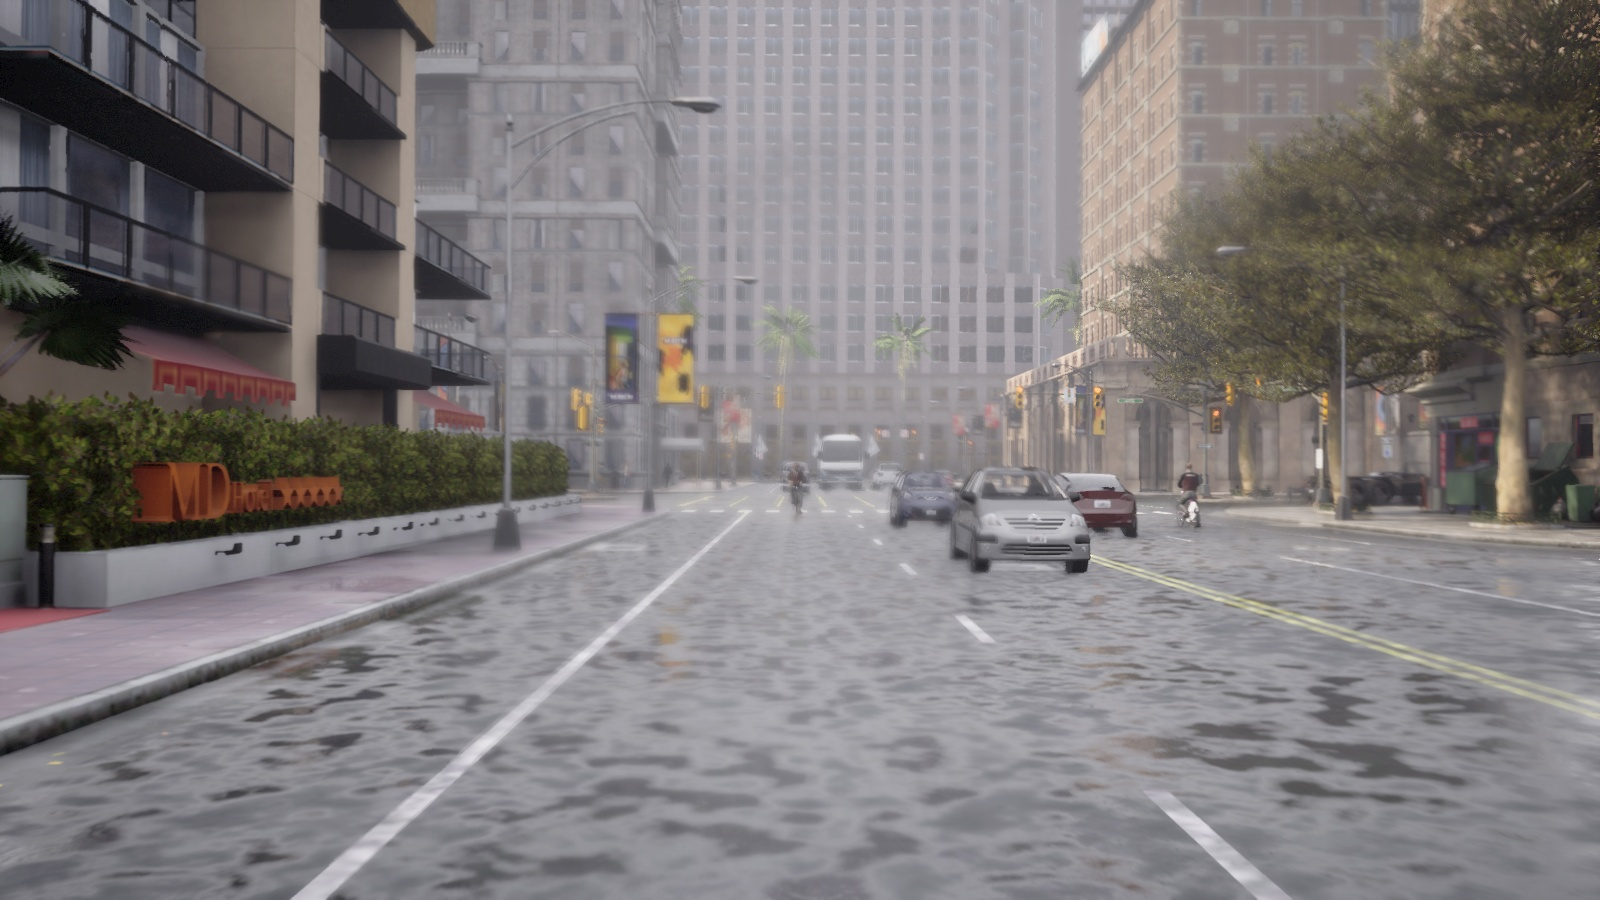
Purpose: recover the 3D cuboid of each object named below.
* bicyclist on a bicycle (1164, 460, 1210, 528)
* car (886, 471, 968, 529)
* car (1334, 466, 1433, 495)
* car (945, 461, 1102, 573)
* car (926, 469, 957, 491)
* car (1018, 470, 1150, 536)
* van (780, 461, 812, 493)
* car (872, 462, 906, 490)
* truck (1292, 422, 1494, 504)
[{"bbox_3d":[10.417,1.153,33.854,0.659,1.776,1.843,0,-1,0],"label":"bicyclist on a bicycle"},{"bbox_3d":[3.417,1.334,34.416,1.845,1.501,3.633,0,-1,0],"label":"car"},{"bbox_3d":[32.279,1.683,69.558,4.514,1.525,2.007,0,-1,1],"label":"car"},{"bbox_3d":[3.481,1.003,20.262,1.851,1.617,3.988,0,-1,0],"label":"car"},{"bbox_3d":[10.277,2.137,91.492,1.789,1.549,3.705,0,-1,0],"label":"car"},{"bbox_3d":[6.925,1.256,31.146,2.163,1.488,4.792,0,-1,0],"label":"car"},{"bbox_3d":[-0.222,1.795,82.962,2.069,2.038,4.480,0,-1,1],"label":"van"},{"bbox_3d":[6.782,1.965,96.098,2.150,2.045,5.566,0,0,0],"label":"car"},{"bbox_3d":[26.134,0.575,55.426,7.936,3.462,2.891,0,-1,-12],"label":"truck"}]
